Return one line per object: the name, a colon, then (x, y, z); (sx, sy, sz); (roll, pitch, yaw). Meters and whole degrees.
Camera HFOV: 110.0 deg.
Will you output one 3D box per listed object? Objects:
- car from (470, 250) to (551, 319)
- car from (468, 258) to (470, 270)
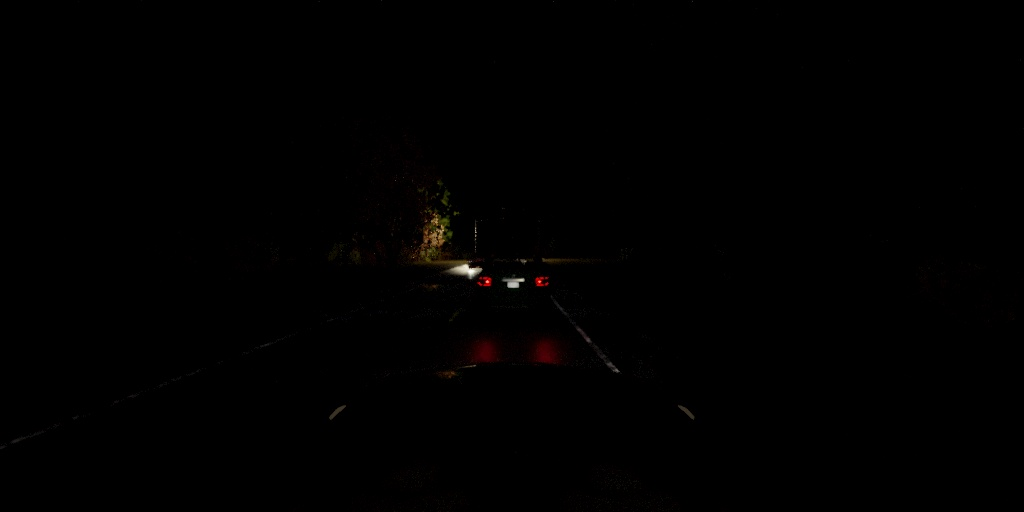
car: (0.045, 0.818, 12.243); (2.150, 2.045, 5.566); (0, 1, 0)
car: (-3.725, 0.576, 40.564); (2.097, 1.767, 4.553); (0, 1, 0)
